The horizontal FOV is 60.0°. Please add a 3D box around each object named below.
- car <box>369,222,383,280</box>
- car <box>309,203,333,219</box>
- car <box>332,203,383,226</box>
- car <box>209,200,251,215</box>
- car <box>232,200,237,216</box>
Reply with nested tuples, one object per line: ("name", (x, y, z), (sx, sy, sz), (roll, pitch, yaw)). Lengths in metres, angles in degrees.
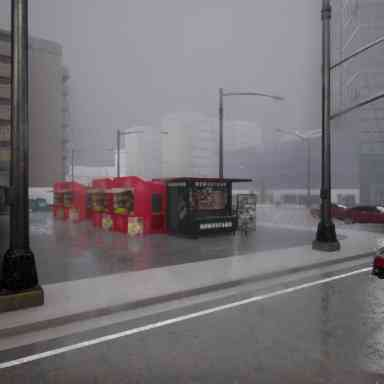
("car", (6.474, 1.564, 8.544), (4.181, 1.385, 1.994), (0, 0, -35))
("car", (12.232, 1.632, 28.228), (1.812, 1.442, 4.674), (0, 0, -36))
("car", (12.242, 1.586, 22.247), (1.812, 1.442, 4.674), (0, 0, -36))
("car", (4.391, 1.762, 39.050), (2.128, 1.511, 4.902), (0, -1, -37))
("car", (3.732, 1.570, 33.995), (2.097, 1.767, 4.553), (0, -1, -36))
